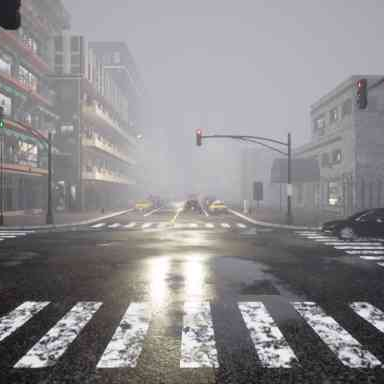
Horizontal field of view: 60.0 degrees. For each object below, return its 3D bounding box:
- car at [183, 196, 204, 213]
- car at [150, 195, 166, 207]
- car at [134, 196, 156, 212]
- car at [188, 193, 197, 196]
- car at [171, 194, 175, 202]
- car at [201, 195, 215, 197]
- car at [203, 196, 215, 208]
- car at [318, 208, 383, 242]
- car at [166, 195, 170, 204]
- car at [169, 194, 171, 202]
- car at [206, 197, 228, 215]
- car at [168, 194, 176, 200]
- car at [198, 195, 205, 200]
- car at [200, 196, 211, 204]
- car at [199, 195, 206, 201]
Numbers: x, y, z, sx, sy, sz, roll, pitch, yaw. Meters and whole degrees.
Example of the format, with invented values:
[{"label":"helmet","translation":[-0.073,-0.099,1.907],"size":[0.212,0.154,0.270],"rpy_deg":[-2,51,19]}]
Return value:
[{"label":"car","translation":[0.077,1.548,37.623],"size":[1.812,1.442,4.674],"rpy_deg":[0,0,0]},{"label":"car","translation":[-5.690,1.351,50.448],"size":[2.192,1.841,5.009],"rpy_deg":[0,0,0]},{"label":"car","translation":[-5.691,1.549,39.199],"size":[1.752,1.417,4.829],"rpy_deg":[0,0,0]},{"label":"car","translation":[0.095,1.280,64.746],"size":[2.150,2.045,5.566],"rpy_deg":[0,0,0]},{"label":"car","translation":[-5.693,1.628,78.144],"size":[1.887,1.381,4.507],"rpy_deg":[0,0,0]},{"label":"car","translation":[2.690,1.351,50.449],"size":[2.192,1.841,5.009],"rpy_deg":[0,0,0]},{"label":"car","translation":[2.690,1.611,44.910],"size":[1.802,1.307,4.206],"rpy_deg":[0,0,0]},{"label":"car","translation":[8.678,1.548,16.072],"size":[4.892,1.490,1.837],"rpy_deg":[0,0,4]},{"label":"car","translation":[-5.692,1.603,61.526],"size":[2.008,1.369,4.403],"rpy_deg":[0,0,0]},{"label":"car","translation":[-5.692,1.587,66.895],"size":[1.752,1.417,4.829],"rpy_deg":[0,0,0]},{"label":"car","translation":[2.691,1.544,34.001],"size":[1.752,1.417,4.829],"rpy_deg":[0,0,0]},{"label":"car","translation":[-5.694,1.434,94.762],"size":[2.192,1.841,5.009],"rpy_deg":[0,0,0]},{"label":"car","translation":[2.686,1.670,94.762],"size":[2.008,1.369,4.403],"rpy_deg":[0,0,0]},{"label":"car","translation":[2.688,1.612,67.066],"size":[2.008,1.369,4.403],"rpy_deg":[0,0,0]},{"label":"car","translation":[2.687,1.632,89.393],"size":[1.752,1.417,4.829],"rpy_deg":[0,0,0]}]
